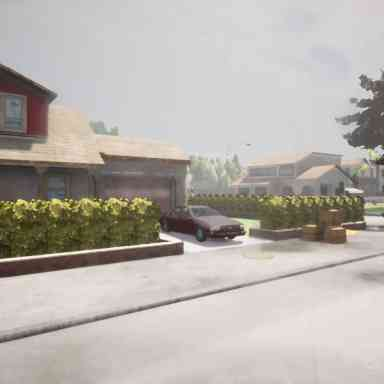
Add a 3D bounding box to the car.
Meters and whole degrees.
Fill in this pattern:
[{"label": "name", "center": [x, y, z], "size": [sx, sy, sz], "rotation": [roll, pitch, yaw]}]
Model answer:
[{"label": "car", "center": [0.137, 1.356, 15.506], "size": [2.033, 1.415, 5.357], "rotation": [0, 0, -33]}]
